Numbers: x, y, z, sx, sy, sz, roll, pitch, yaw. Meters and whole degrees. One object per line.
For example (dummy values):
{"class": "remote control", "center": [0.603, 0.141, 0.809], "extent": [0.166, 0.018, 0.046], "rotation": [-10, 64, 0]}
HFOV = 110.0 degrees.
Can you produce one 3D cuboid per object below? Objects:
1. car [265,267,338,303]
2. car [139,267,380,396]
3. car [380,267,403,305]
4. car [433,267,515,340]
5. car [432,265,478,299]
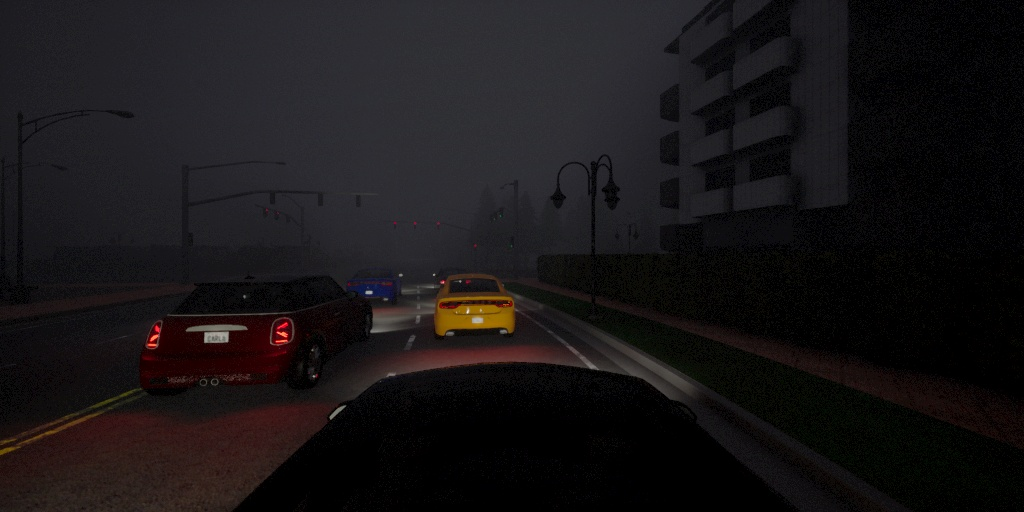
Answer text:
{"class": "car", "center": [-10.063, 1.315, 17.532], "extent": [1.994, 1.385, 4.181], "rotation": [0, 0, -14]}
{"class": "car", "center": [-4.214, 1.102, 6.878], "extent": [2.097, 1.767, 4.553], "rotation": [0, 0, -8]}
{"class": "car", "center": [-5.976, 1.228, 15.939], "extent": [1.882, 1.535, 5.008], "rotation": [0, 0, -14]}
{"class": "car", "center": [-1.161, 1.228, 10.121], "extent": [1.882, 1.535, 5.008], "rotation": [0, 0, -10]}
{"class": "car", "center": [-3.289, 1.297, 19.713], "extent": [2.033, 1.411, 5.357], "rotation": [0, 0, -14]}
